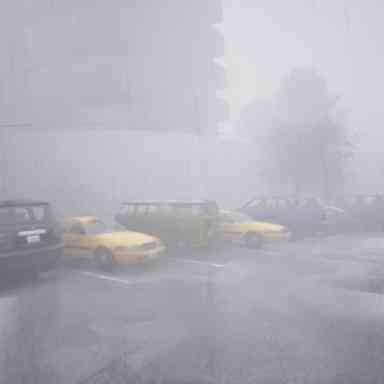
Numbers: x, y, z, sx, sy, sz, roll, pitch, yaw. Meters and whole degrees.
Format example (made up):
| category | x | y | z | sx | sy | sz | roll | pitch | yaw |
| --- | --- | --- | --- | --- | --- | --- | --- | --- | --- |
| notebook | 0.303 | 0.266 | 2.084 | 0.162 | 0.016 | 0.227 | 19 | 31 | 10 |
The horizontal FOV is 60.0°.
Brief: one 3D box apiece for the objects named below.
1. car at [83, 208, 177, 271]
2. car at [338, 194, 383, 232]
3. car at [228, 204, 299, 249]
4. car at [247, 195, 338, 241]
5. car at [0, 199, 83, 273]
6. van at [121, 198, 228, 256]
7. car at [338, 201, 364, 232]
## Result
| category | x | y | z | sx | sy | sz | roll | pitch | yaw |
| --- | --- | --- | --- | --- | --- | --- | --- | --- | --- |
| car | -3.321 | 1.469 | 10.987 | 5.366 | 1.575 | 1.946 | -1 | -1 | 35 |
| car | 8.722 | 1.167 | 19.813 | 5.566 | 2.045 | 2.435 | -1 | 0 | 35 |
| car | 1.551 | 1.442 | 14.476 | 5.366 | 1.575 | 1.946 | -1 | -1 | 35 |
| car | 3.806 | 1.187 | 16.340 | 5.566 | 2.045 | 2.435 | -1 | 0 | 35 |
| car | -5.937 | 1.245 | 9.368 | 5.566 | 2.045 | 2.435 | -1 | 0 | 35 |
| van | -1.138 | 1.235 | 12.901 | 4.442 | 1.987 | 1.878 | -1 | 0 | 35 |
| car | 6.284 | 1.429 | 18.061 | 4.892 | 1.521 | 2.231 | -1 | 0 | 35 |
